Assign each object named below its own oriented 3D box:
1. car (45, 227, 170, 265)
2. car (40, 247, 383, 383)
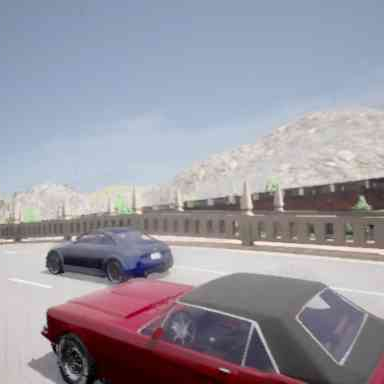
[{"bbox_3d":[-2.613,1.786,10.153,4.181,1.385,1.994,-3,-2,35],"label":"car"},{"bbox_3d":[0.362,1.633,3.733,4.718,1.301,1.895,-1,-1,35],"label":"car"}]
